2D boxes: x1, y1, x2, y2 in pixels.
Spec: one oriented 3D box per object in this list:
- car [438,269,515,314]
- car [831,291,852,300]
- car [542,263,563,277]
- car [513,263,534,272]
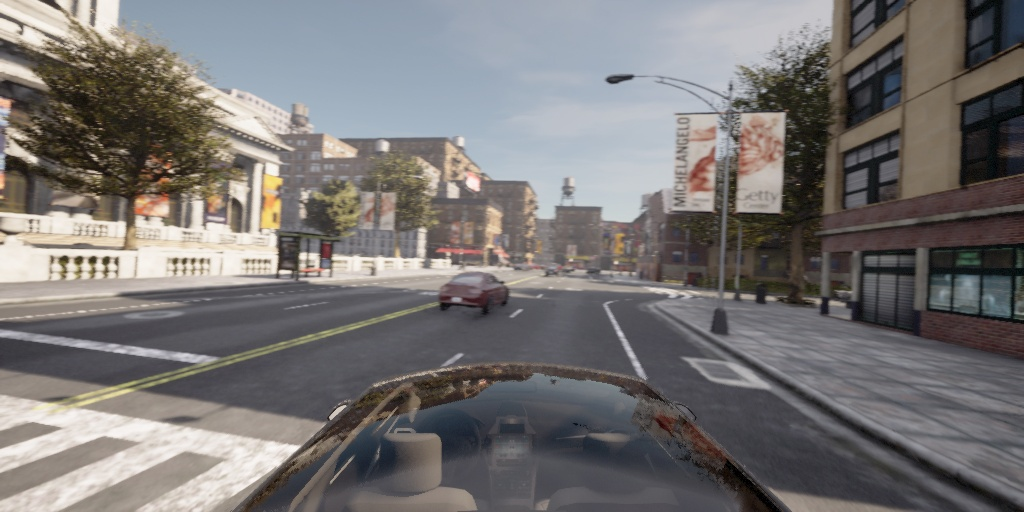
[{"bbox_3d":[-1.368,1.333,14.150,1.812,1.442,4.674,3,-1,12],"label":"car"},{"bbox_3d":[29.304,3.237,29.234,4.718,1.301,1.895,3,-1,11],"label":"car"},{"bbox_3d":[5.554,2.079,48.890,1.812,1.442,4.674,3,-1,11],"label":"car"},{"bbox_3d":[1.780,2.058,64.092,2.033,1.411,5.357,3,-1,19],"label":"car"}]
